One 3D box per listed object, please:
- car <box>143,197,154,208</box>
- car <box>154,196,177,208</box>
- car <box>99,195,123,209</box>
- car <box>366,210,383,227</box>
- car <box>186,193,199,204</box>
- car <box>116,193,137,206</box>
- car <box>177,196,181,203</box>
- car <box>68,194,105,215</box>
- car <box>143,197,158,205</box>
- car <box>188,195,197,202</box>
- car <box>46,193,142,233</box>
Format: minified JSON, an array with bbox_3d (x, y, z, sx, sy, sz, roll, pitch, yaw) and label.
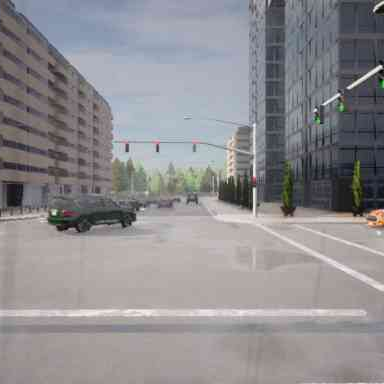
[{"bbox_3d":[-7.325,1.547,48.359,2.033,1.411,5.357,0,0,1],"label":"car"},{"bbox_3d":[-3.641,1.491,46.587,2.128,1.511,4.902,0,0,1],"label":"car"},{"bbox_3d":[-10.867,1.352,44.784,2.097,1.767,4.553,0,0,1],"label":"car"},{"bbox_3d":[13.579,1.407,21.101,4.553,1.767,2.097,0,0,0],"label":"car"},{"bbox_3d":[0.062,1.221,63.825,2.150,2.045,5.566,0,0,1],"label":"car"},{"bbox_3d":[-10.736,1.221,54.985,2.150,2.045,5.566,0,0,1],"label":"car"},{"bbox_3d":[-3.376,1.525,71.929,1.812,1.442,4.674,0,0,1],"label":"car"},{"bbox_3d":[-10.928,1.221,34.940,2.150,2.045,5.566,0,0,-1],"label":"car"},{"bbox_3d":[-7.187,1.564,58.379,1.994,1.385,4.181,0,0,1],"label":"car"},{"bbox_3d":[0.098,1.500,74.538,1.837,1.490,4.892,0,0,1],"label":"car"},{"bbox_3d":[-5.891,1.247,20.083,2.150,2.045,5.566,1,1,35],"label":"car"}]
